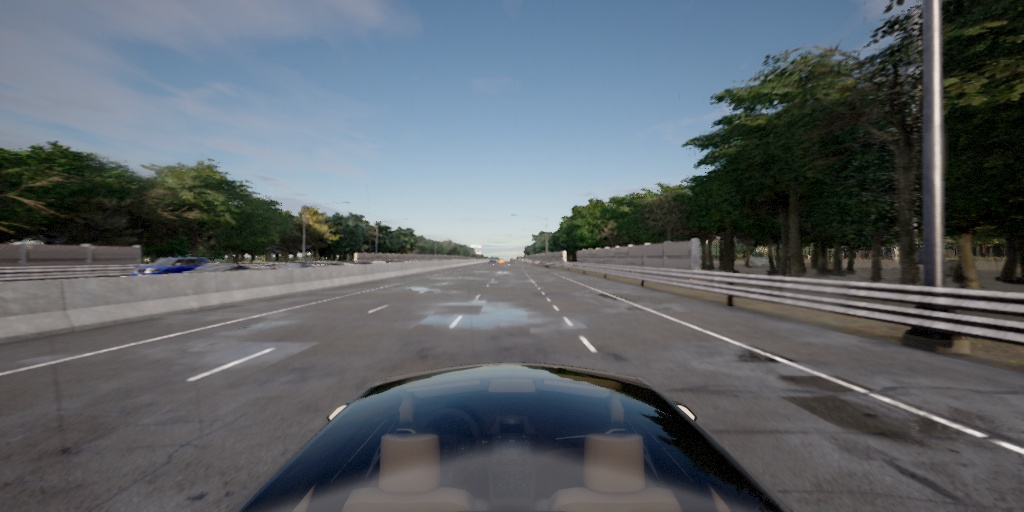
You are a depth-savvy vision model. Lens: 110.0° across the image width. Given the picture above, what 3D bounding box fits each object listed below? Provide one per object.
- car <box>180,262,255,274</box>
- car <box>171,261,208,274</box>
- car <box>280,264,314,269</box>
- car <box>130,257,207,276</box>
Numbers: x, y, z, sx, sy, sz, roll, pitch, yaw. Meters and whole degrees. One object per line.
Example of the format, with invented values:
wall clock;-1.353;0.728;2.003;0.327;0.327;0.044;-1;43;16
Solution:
car;-21.083;1.395;26.425;1.837;1.490;4.892;0;0;0
car;-24.573;1.397;29.650;2.128;1.511;4.902;0;0;0
car;-17.576;1.380;29.023;1.882;1.535;5.008;0;0;0
car;-28.068;1.130;29.844;2.150;2.045;5.566;0;-1;0
